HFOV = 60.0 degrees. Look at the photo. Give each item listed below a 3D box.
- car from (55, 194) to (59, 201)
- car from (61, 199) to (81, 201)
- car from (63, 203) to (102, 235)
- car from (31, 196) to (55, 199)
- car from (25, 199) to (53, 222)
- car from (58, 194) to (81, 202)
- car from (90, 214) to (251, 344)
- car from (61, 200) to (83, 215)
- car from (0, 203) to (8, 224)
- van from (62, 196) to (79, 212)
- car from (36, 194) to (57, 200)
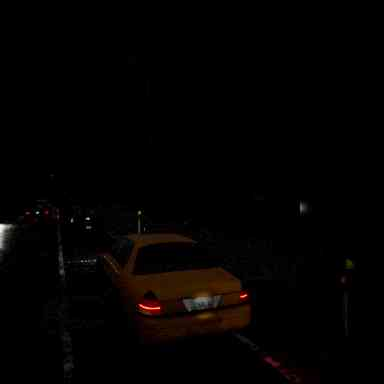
[{"bbox_3d":[-31.200,1.470,79.763,1.967,1.590,4.097,0,0,-23],"label":"car"},{"bbox_3d":[-10.197,1.567,28.998,1.947,1.339,4.313,0,0,-22],"label":"car"},{"bbox_3d":[-6.027,1.551,18.768,2.008,1.369,4.403,0,0,-22],"label":"car"},{"bbox_3d":[-16.886,1.527,37.838,1.812,1.442,4.674,0,0,-22],"label":"car"},{"bbox_3d":[-12.060,1.549,26.256,2.033,1.411,5.357,0,0,-22],"label":"car"},{"bbox_3d":[-12.282,1.316,34.114,2.192,1.841,5.009,0,0,-22],"label":"car"},{"bbox_3d":[-0.832,1.457,6.796,1.801,1.575,5.366,0,0,-22],"label":"car"},{"bbox_3d":[-8.112,1.552,23.883,2.008,1.369,4.403,0,0,-22],"label":"car"},{"bbox_3d":[-14.886,1.527,24.729,1.812,1.442,4.674,0,0,-22],"label":"car"},{"bbox_3d":[-14.367,1.343,39.228,1.690,1.788,3.998,0,0,-22],"label":"van"},{"bbox_3d":[-20.802,1.492,47.245,2.128,1.511,4.902,0,0,-24],"label":"car"}]
